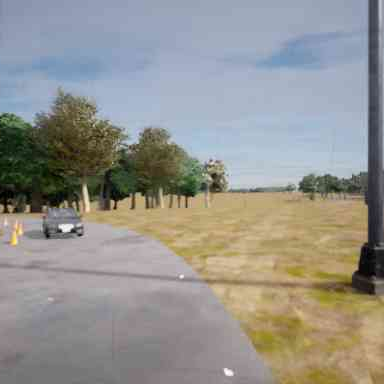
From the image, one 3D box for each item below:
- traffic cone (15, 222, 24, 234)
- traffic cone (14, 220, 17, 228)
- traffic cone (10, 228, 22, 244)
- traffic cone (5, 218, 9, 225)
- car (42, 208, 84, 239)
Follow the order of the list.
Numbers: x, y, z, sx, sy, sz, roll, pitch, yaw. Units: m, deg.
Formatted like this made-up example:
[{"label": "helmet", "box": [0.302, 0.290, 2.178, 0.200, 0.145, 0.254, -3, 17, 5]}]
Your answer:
[{"label": "traffic cone", "box": [-9.967, 2.151, 19.317, 0.340, 0.580, 0.340, 0, -2, -27]}, {"label": "traffic cone", "box": [-12.349, 2.272, 23.388, 0.340, 0.580, 0.340, 0, -2, -33]}, {"label": "traffic cone", "box": [-8.022, 2.049, 15.018, 0.340, 0.580, 0.340, 0, -1, -21]}, {"label": "traffic cone", "box": [-15.141, 2.392, 27.187, 0.340, 0.580, 0.340, 0, -2, -39]}, {"label": "car", "box": [-7.140, 1.644, 18.359, 2.128, 1.511, 4.902, 0, -1, -25]}]
